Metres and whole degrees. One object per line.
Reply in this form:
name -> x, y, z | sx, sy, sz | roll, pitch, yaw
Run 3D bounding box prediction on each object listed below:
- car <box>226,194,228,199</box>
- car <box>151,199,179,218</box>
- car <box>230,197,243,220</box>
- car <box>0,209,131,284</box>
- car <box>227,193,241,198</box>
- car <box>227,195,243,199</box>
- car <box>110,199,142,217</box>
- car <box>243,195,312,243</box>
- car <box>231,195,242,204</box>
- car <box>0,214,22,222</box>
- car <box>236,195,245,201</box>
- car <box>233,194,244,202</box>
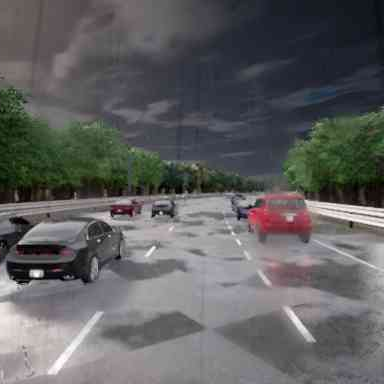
car -> 10.198, 1.181, 89.743 | 2.033, 1.411, 5.357 | 0, 0, 14
car -> -2.281, 1.400, 28.752 | 1.837, 1.490, 4.892 | 0, 0, 4
car -> 4.441, 1.412, 26.588 | 2.163, 1.488, 4.792 | 0, 0, 4
car -> -3.233, 1.467, 9.462 | 1.837, 1.490, 4.892 | 0, 0, 1
car -> 6.468, 1.268, 47.809 | 2.033, 1.649, 4.856 | 0, 0, 7
car -> 5.313, 1.419, 37.198 | 2.033, 1.411, 5.357 | 0, 0, 5
car -> -5.736, 1.367, 29.511 | 1.882, 1.535, 5.008 | 0, 0, 4
car -> 3.995, 1.164, 15.980 | 2.150, 2.045, 5.566 | 0, 0, 2
car -> 7.906, 1.286, 58.388 | 1.882, 1.535, 5.008 | 0, 0, 8
car -> -6.680, 1.477, 11.516 | 1.812, 1.442, 4.674 | 0, 0, 1
car -> 11.619, 1.320, 79.410 | 1.994, 1.385, 4.181 | 0, 0, 12
car -> 9.622, 1.213, 68.923 | 2.033, 1.649, 4.856 | 0, 0, 10
